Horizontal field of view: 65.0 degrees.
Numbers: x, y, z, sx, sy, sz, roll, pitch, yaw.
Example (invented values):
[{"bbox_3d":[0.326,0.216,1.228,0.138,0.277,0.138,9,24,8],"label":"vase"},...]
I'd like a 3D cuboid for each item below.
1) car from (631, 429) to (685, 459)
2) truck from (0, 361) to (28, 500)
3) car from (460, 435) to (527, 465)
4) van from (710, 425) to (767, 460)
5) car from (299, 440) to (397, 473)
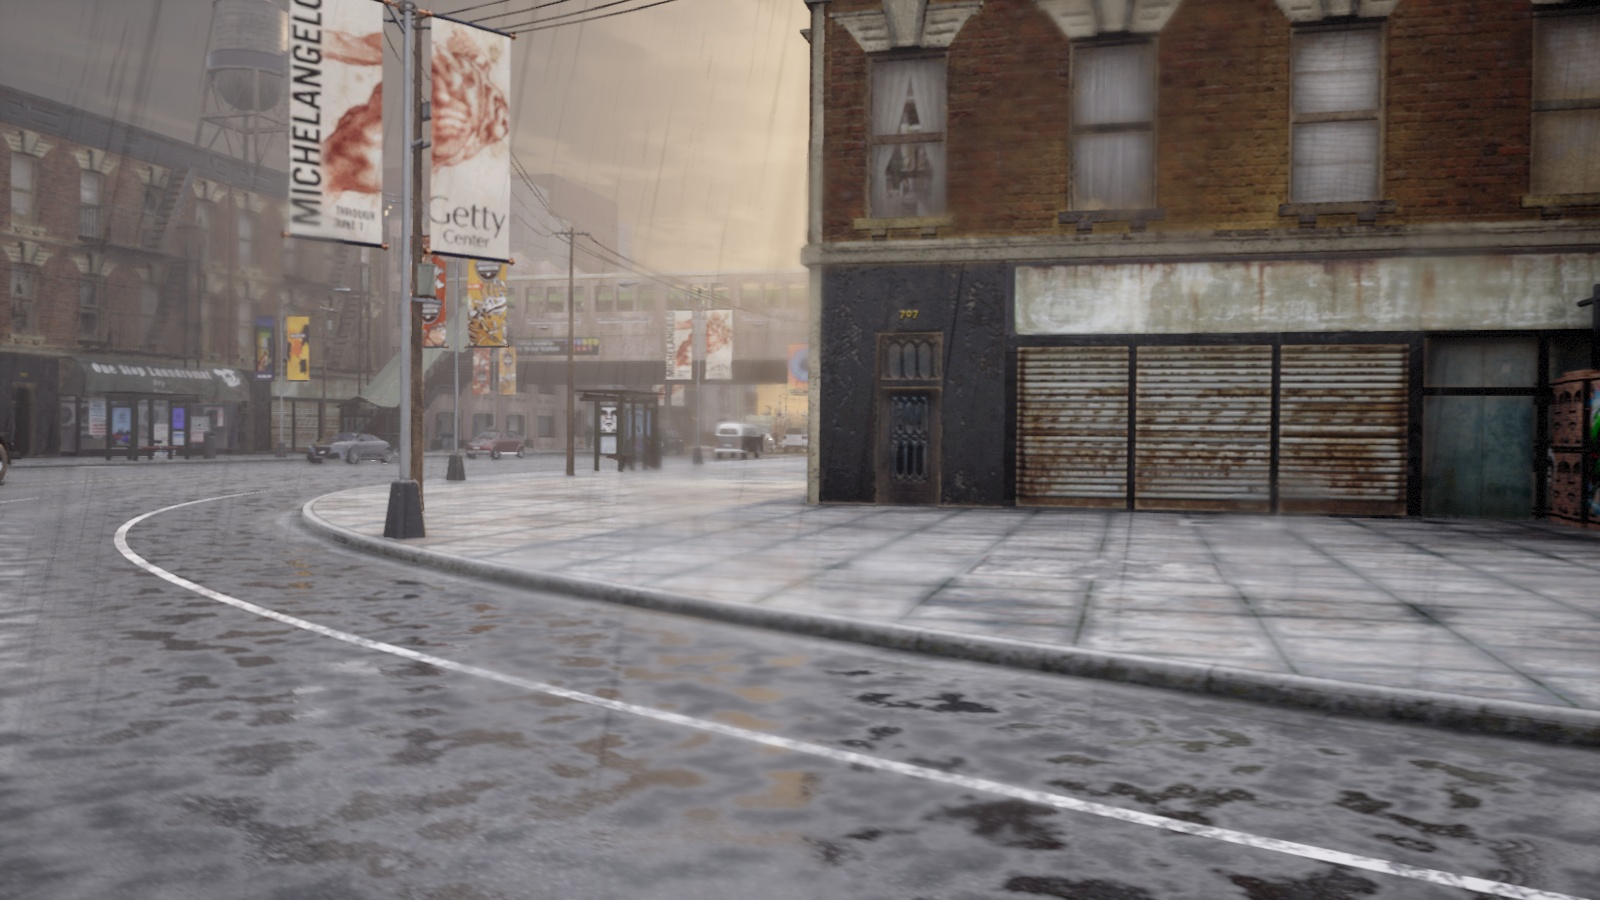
[{"bbox_3d":[-9.113,-0.415,81.057,1.932,1.855,4.605,0,1,15],"label":"car"},{"bbox_3d":[-21.215,-0.432,28.221,2.891,3.462,7.936,-1,1,-1],"label":"truck"},{"bbox_3d":[-16.373,-0.015,67.330,1.789,1.549,3.705,0,1,18],"label":"car"},{"bbox_3d":[-3.608,-0.472,74.579,2.069,2.038,4.480,0,1,15],"label":"van"},{"bbox_3d":[-19.741,0.257,55.019,1.994,1.385,4.181,0,1,15],"label":"car"}]
